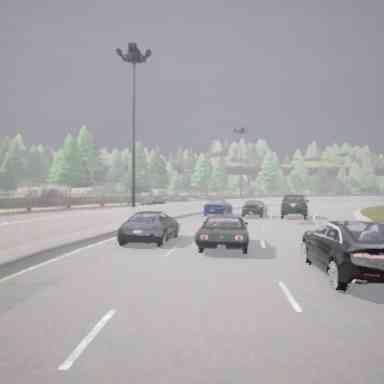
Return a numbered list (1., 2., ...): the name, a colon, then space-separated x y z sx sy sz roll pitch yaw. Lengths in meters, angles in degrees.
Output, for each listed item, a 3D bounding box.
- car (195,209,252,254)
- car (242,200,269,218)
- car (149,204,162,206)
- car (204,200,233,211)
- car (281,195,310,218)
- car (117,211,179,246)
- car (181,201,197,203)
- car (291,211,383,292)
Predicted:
1. car: 1.368 1.600 13.638 1.895 1.301 4.718 0 0 9
2. car: 5.830 1.513 30.572 1.837 1.490 4.892 0 0 20
3. car: -5.775 1.465 48.169 1.837 1.490 4.892 0 0 27
4. car: 2.598 1.475 31.898 1.882 1.535 5.008 0 0 20
5. car: 9.245 1.242 29.839 2.150 2.045 5.566 0 0 20
6. car: -1.860 1.552 15.235 1.994 1.385 4.181 0 0 9
7. car: 0.109 1.509 44.319 1.812 1.442 4.674 0 0 27
8. car: 4.272 1.503 8.891 2.128 1.511 4.902 0 0 6
